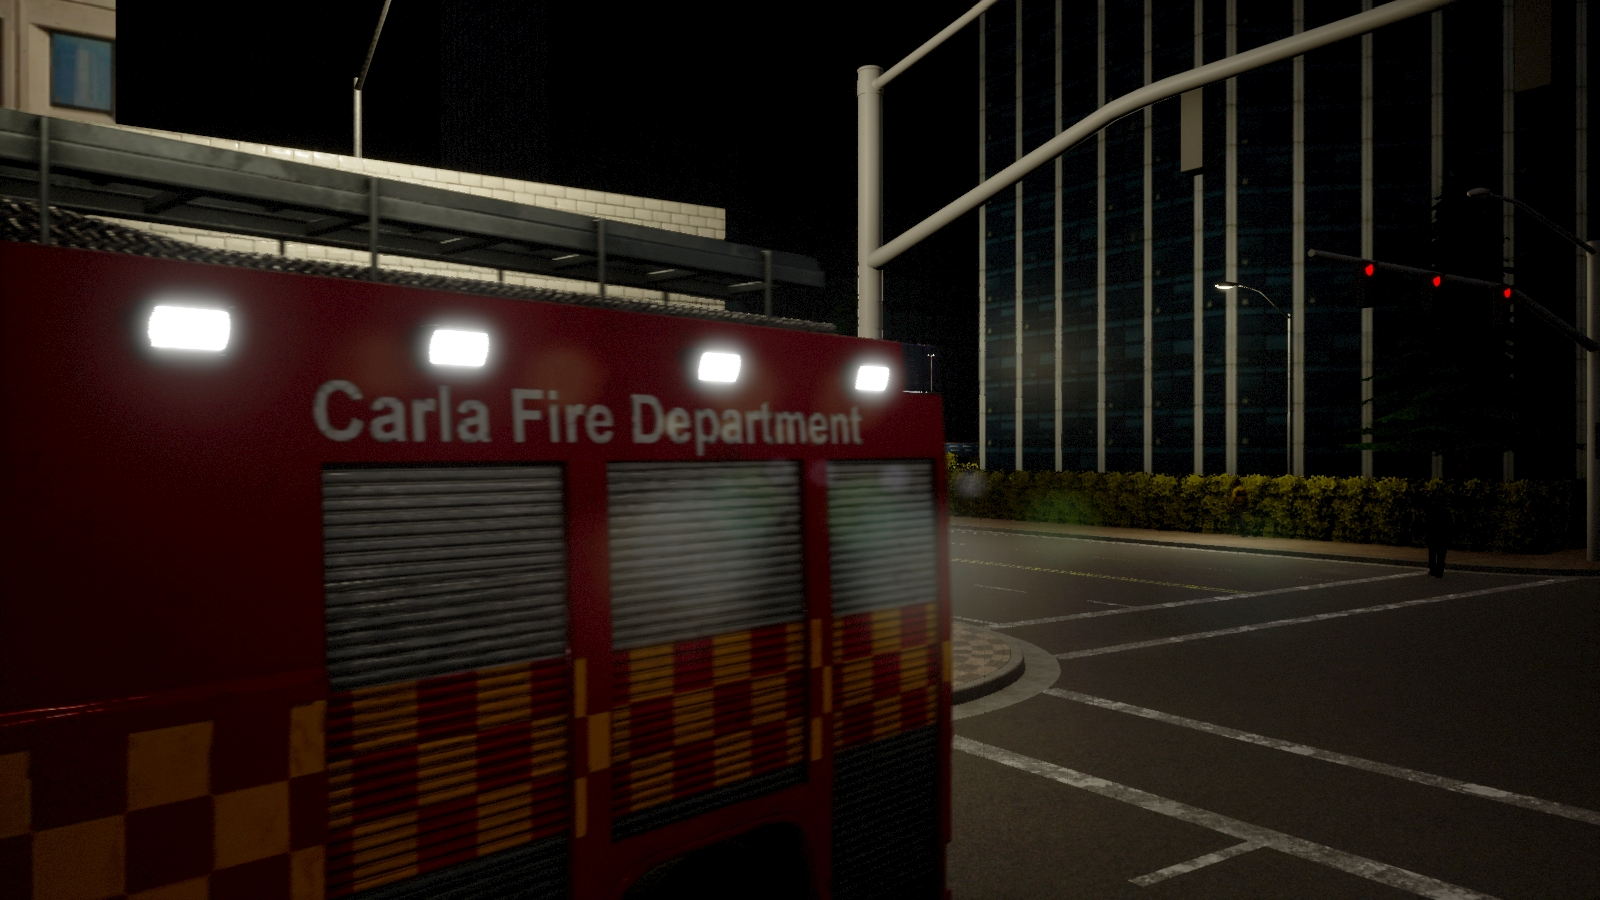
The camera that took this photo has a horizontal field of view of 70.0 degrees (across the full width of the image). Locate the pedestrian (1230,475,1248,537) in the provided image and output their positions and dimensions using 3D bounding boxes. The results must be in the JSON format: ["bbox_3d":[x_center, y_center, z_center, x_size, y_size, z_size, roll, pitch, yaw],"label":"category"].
[{"bbox_3d":[13.408,1.695,34.869,0.375,1.860,0.375,0,0,-36],"label":"pedestrian"}]

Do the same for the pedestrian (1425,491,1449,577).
[{"bbox_3d":[14.034,1.848,25.169,0.375,1.860,0.375,0,0,-44],"label":"pedestrian"}]

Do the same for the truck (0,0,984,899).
[{"bbox_3d":[-3.020,0.835,3.512,2.891,3.827,8.468,0,0,43],"label":"truck"}]
